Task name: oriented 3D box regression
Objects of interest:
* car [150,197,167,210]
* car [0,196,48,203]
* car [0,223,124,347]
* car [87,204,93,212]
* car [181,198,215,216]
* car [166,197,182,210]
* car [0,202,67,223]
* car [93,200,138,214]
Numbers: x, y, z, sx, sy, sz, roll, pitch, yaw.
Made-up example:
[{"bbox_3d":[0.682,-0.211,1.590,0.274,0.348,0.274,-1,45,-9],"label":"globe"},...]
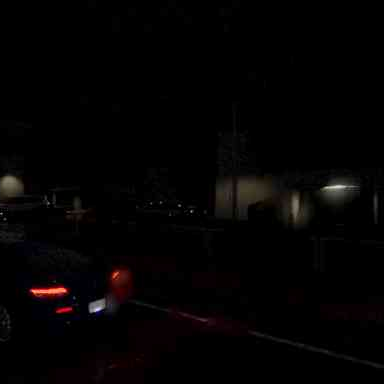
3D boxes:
[{"bbox_3d":[-3.581,1.476,45.104,2.097,1.767,4.553,0,0,36],"label":"car"},{"bbox_3d":[-15.181,1.346,28.915,2.150,2.045,5.566,0,0,36],"label":"car"},{"bbox_3d":[-3.299,1.552,6.342,4.674,1.442,1.812,0,0,36],"label":"car"},{"bbox_3d":[-9.391,1.616,36.982,2.128,1.511,4.902,0,0,36],"label":"car"},{"bbox_3d":[1.388,1.583,33.686,1.837,1.490,4.892,0,0,36],"label":"car"},{"bbox_3d":[-0.745,1.615,43.049,1.837,1.490,4.892,0,0,36],"label":"car"},{"bbox_3d":[-12.559,1.710,26.531,1.895,1.301,4.718,0,0,36],"label":"car"},{"bbox_3d":[-7.445,1.673,33.689,1.994,1.385,4.181,0,0,35],"label":"car"}]
